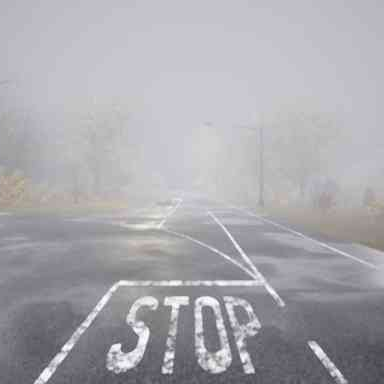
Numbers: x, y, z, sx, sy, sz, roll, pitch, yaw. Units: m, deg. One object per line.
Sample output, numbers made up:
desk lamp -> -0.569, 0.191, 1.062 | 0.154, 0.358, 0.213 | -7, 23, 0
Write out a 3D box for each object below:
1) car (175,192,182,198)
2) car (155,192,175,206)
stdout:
car -> -3.521, 0.720, 79.845 | 2.128, 1.511, 4.902 | 0, 1, 5
car -> -3.636, 1.084, 43.378 | 1.812, 1.442, 4.674 | 0, 1, 0
